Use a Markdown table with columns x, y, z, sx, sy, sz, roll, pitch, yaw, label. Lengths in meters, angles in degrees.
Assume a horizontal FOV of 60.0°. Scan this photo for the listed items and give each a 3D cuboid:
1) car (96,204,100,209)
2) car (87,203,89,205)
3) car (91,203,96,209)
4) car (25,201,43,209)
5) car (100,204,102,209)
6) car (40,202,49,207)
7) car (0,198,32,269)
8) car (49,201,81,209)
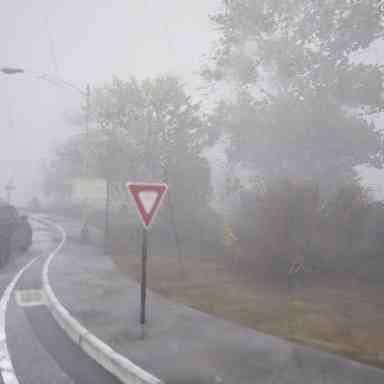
| x | y | z | sx | sy | sz | roll | pitch | yaw | label |
| --- | --- | --- | --- | --- | --- | --- | --- | --- | --- |
| -26.391 | 3.860 | 83.794 | 4.674 | 1.452 | 2.002 | 2 | -3 | -8 | car |
| -24.066 | 2.857 | 67.460 | 4.892 | 1.521 | 2.231 | 2 | -4 | -8 | car |
| -25.647 | 3.389 | 78.347 | 4.553 | 1.767 | 2.185 | 2 | -3 | -8 | car |
| -33.356 | 2.846 | 70.354 | 1.882 | 1.535 | 5.008 | 2 | -4 | -8 | car |
| -26.810 | 3.999 | 86.517 | 4.792 | 1.488 | 2.163 | 2 | -3 | -8 | car |
| -30.140 | 2.982 | 70.805 | 2.128 | 1.511 | 4.902 | 2 | -4 | -8 | car |
| -7.335 | 1.393 | 11.812 | 2.150 | 2.045 | 5.566 | 1 | -1 | -15 | car |
| -23.305 | 2.511 | 62.015 | 4.892 | 1.521 | 2.231 | 2 | -4 | -8 | car |
